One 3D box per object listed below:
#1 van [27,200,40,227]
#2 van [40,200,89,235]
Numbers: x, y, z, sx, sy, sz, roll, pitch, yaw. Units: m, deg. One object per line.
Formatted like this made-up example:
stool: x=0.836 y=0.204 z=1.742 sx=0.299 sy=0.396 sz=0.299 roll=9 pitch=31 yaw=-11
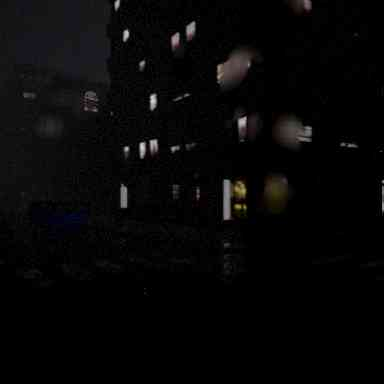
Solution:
van: x=-10.773 y=1.518 z=24.214 sx=1.690 sy=1.788 sz=3.998 roll=-2 pitch=0 yaw=-36
van: x=-7.511 y=1.462 z=19.738 sx=1.690 sy=1.788 sz=3.998 roll=-2 pitch=0 yaw=-36
